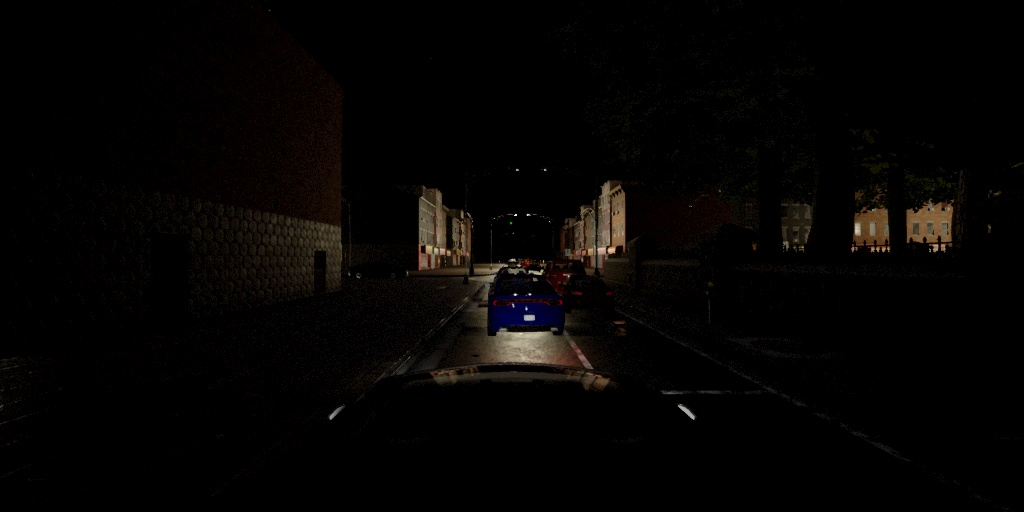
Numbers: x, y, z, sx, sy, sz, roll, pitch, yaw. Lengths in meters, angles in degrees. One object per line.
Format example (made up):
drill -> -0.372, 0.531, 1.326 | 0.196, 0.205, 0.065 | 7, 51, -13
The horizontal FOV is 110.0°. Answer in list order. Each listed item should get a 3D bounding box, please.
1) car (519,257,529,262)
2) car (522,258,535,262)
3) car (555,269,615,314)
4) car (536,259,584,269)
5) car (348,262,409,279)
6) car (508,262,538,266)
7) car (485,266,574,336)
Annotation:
car -> 2.680, 1.395, 61.701 | 1.888, 1.381, 4.507 | 0, 0, 0
car -> 2.668, 1.350, 45.389 | 1.888, 1.381, 4.507 | 0, 0, 0
car -> 2.646, 1.336, 13.511 | 1.802, 1.307, 4.207 | 0, 0, 0
car -> 2.650, 1.074, 18.960 | 2.192, 1.841, 5.009 | 0, 0, 0
car -> -11.307, 1.245, 30.544 | 4.892, 1.490, 1.837 | 0, -1, 0
car -> 0.081, 1.236, 18.010 | 1.882, 1.535, 5.008 | 0, 0, 1
car -> 0.230, 1.230, 10.487 | 1.882, 1.535, 5.008 | 0, 0, -4
